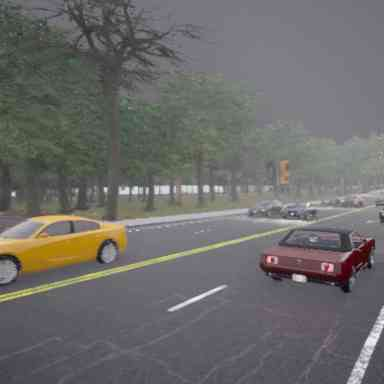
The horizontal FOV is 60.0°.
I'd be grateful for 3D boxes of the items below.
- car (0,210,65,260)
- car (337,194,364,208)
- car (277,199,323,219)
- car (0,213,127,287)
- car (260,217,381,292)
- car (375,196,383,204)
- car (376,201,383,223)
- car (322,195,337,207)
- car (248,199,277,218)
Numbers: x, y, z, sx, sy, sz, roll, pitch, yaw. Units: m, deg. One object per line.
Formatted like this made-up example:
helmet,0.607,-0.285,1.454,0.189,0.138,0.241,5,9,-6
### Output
car,-6.919,1.469,11.242,1.812,1.442,4.674,0,0,36
car,21.196,1.146,43.986,2.097,1.767,4.553,0,1,37
car,8.936,1.504,27.351,1.994,1.385,4.181,0,0,36
car,-4.133,1.435,9.565,1.882,1.535,5.008,0,0,36
car,3.664,1.591,9.038,1.895,1.301,4.718,0,0,36
car,26.374,1.314,45.443,2.033,1.411,5.357,0,1,36
car,15.102,1.563,24.439,1.895,1.301,4.718,0,0,36
car,20.044,1.249,47.887,2.128,1.511,4.902,0,1,37
car,6.747,1.429,29.859,1.837,1.490,4.892,0,0,36
